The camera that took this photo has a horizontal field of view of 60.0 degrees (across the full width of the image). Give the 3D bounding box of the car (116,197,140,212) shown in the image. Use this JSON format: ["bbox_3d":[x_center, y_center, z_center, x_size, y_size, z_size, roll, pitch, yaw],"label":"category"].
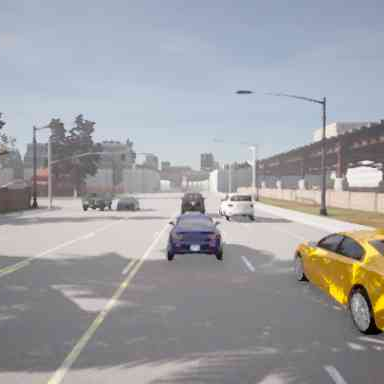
[{"bbox_3d":[-7.016,1.289,36.917,1.882,1.535,5.008,0,0,0],"label":"car"}]

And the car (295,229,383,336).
[{"bbox_3d":[3.599,1.476,6.711,1.882,1.535,5.008,0,0,0],"label":"car"}]

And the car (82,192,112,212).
[{"bbox_3d":[-10.509,1.023,37.366,2.150,2.045,5.566,0,1,0],"label":"car"}]

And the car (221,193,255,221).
[{"bbox_3d":[3.594,1.129,26.803,2.150,2.045,5.566,0,0,0],"label":"car"}]

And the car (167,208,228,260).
[{"bbox_3d":[0.098,1.516,12.330,1.812,1.442,4.674,0,0,0],"label":"car"}]

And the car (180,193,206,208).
[{"bbox_3d":[0.096,1.090,30.833,2.150,2.045,5.566,0,0,0],"label":"car"}]
